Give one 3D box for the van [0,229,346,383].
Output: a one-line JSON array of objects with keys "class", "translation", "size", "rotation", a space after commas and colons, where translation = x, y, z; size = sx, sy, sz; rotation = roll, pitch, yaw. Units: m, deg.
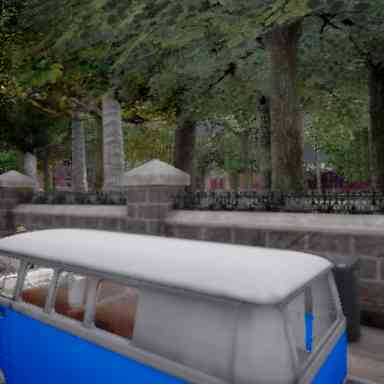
[{"class": "van", "translation": [-0.624, 1.341, 3.264], "size": [3.998, 1.788, 1.690], "rotation": [0, -1, 35]}]
